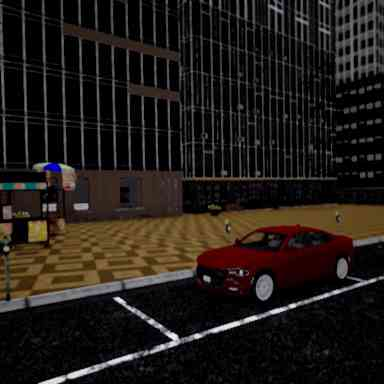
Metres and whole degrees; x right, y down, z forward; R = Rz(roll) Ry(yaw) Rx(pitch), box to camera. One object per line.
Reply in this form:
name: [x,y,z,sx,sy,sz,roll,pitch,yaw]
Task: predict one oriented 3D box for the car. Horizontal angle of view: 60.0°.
car: [2.134,1.516,8.079,4.507,1.381,1.887,0,-1,-35]
